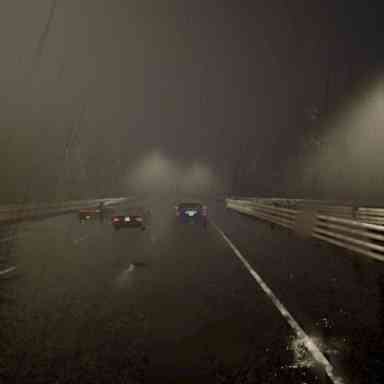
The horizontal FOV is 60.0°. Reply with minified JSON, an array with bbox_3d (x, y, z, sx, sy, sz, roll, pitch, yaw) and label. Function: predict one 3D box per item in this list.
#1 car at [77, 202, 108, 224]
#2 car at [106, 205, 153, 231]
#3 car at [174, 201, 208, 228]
[{"bbox_3d":[-7.134,1.515,25.149,2.128,1.511,4.902,0,0,-1],"label":"car"},{"bbox_3d":[-3.558,1.564,20.666,2.033,1.411,5.357,0,0,-1],"label":"car"},{"bbox_3d":[-0.091,1.370,22.293,2.097,1.767,4.553,0,0,-1],"label":"car"}]
